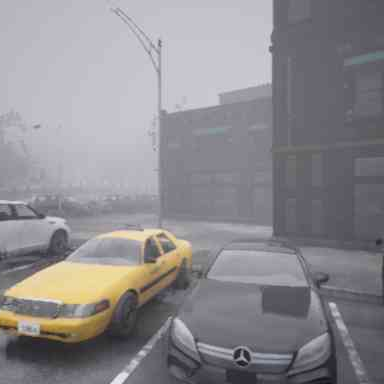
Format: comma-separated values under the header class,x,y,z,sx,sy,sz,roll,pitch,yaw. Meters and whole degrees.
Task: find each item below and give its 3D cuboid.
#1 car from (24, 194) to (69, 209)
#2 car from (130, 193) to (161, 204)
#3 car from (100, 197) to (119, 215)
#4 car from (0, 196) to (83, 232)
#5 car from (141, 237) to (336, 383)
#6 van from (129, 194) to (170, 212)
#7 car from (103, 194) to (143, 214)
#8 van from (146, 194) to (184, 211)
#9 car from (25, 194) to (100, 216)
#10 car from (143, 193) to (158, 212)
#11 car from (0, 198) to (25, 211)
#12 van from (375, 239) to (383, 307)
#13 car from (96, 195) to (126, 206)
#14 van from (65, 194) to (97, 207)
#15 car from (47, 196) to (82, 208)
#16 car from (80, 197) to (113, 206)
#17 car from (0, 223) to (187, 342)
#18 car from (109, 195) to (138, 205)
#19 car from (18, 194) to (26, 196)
class,x,y,z,sx,sy,sz,roll,pitch,yaw
car,-20.793,1.316,47.493,5.566,2.045,2.435,-1,-1,14
car,-9.045,1.327,65.049,5.566,2.045,2.435,-1,0,14
car,-10.218,1.565,32.912,4.792,1.488,2.163,1,1,14
car,-6.279,1.250,10.638,2.435,2.045,5.566,0,-1,15
car,1.084,1.529,5.402,2.002,1.452,4.674,0,-1,15
van,-5.121,1.317,40.262,4.442,1.987,1.878,1,0,14
car,-8.566,1.286,35.377,5.566,2.045,2.435,1,1,14
van,-3.469,1.319,42.718,4.442,1.987,1.878,1,0,14
car,-11.812,1.283,30.469,5.566,2.045,2.435,1,0,14
car,-6.914,1.288,37.832,5.566,2.045,2.435,1,1,14
car,-24.218,1.594,42.464,4.792,1.488,2.163,-1,0,14
van,3.556,1.261,3.776,1.878,1.987,4.442,0,-1,15
car,-14.043,1.449,57.498,4.553,1.767,2.185,-1,0,14
van,-17.562,1.347,52.528,4.442,1.987,1.878,-1,0,14
car,-19.164,1.445,50.010,4.553,1.767,2.185,-1,-1,14
car,-15.764,1.574,55.016,4.892,1.521,2.231,-1,-1,14
car,-1.420,1.488,6.956,1.946,1.575,5.366,0,-1,15
car,-12.359,1.450,60.016,4.553,1.767,2.185,-1,0,14
car,-22.535,1.315,44.977,5.566,2.045,2.435,-1,0,14
